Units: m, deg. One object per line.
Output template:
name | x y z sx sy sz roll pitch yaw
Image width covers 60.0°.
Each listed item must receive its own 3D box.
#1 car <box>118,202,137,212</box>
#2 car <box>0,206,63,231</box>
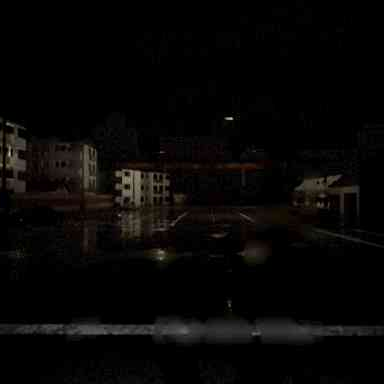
car | -9.441 2.191 48.843 1.895 1.301 4.718 0 -1 2
car | -10.817 1.725 22.670 1.882 1.535 5.008 1 0 11
